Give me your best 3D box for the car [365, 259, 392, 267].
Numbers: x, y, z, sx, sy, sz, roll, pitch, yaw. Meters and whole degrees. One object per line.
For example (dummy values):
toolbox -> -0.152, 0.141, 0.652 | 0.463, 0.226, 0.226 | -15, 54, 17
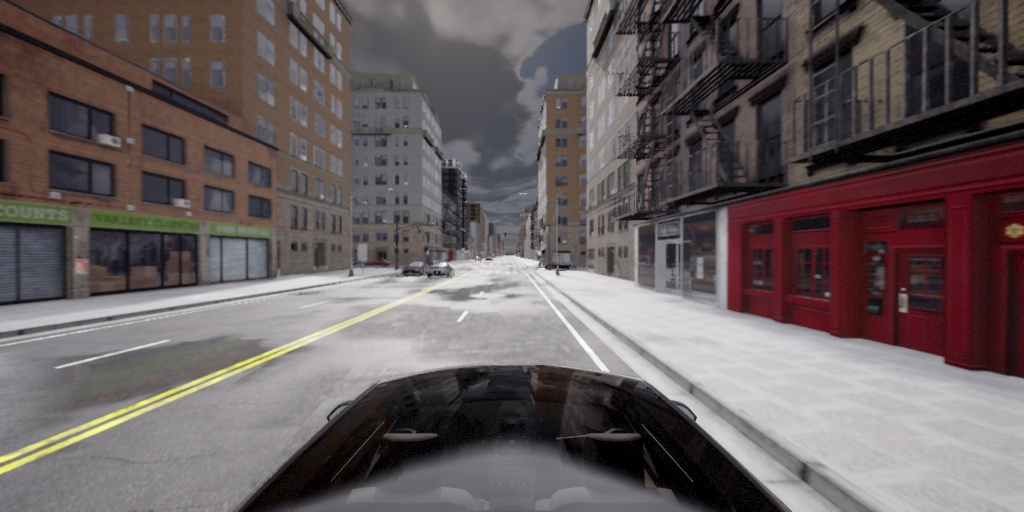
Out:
car -> -21.532, 1.063, 57.725 | 4.207, 1.307, 1.802 | 0, 0, 0

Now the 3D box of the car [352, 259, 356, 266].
car -> -25.744, 0.798, 52.061 | 4.553, 1.767, 2.097 | 0, 0, 0

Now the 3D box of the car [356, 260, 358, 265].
car -> -27.097, 0.981, 57.738 | 4.313, 1.339, 1.948 | 0, 0, 0

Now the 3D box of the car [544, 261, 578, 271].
car -> 7.095, 1.440, 52.170 | 4.718, 1.301, 1.895 | 1, 0, 0

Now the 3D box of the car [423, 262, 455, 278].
car -> -6.578, 1.302, 33.475 | 1.994, 1.385, 4.181 | 0, 0, 0

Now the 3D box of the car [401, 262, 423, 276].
car -> -9.806, 1.280, 37.185 | 2.033, 1.411, 5.357 | 0, 0, 1
